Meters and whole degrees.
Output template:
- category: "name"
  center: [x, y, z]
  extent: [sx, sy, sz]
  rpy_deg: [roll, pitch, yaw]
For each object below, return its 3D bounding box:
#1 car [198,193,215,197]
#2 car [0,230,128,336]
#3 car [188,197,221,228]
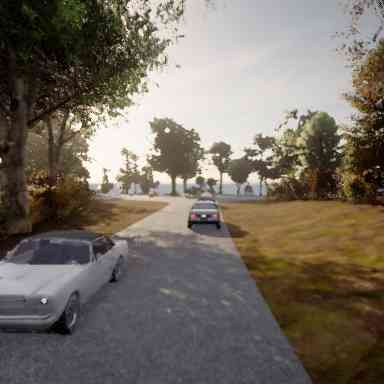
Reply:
- category: "car"
  center: [1.585, 0.821, 36.719]
  extent: [1.812, 1.442, 4.674]
  rpy_deg: [0, 1, 3]
- category: "car"
  center: [-2.707, 1.542, 6.743]
  extent: [1.895, 1.301, 4.718]
  rpy_deg: [1, 1, 2]
- category: "car"
  center: [0.724, 1.241, 19.760]
  extent: [2.033, 1.411, 5.357]
  rpy_deg: [0, 1, 3]
